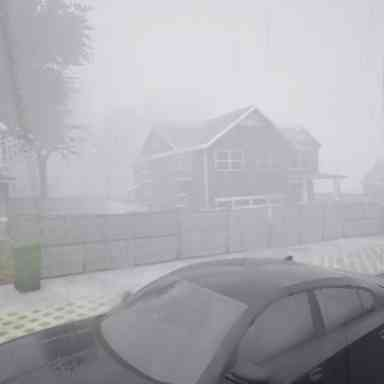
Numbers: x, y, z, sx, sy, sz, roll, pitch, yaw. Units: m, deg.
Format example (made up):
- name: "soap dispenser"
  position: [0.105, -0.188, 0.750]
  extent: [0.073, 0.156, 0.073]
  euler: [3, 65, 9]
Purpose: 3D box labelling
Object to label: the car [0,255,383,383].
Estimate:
- name: "car"
  position: [0.388, 1.467, 3.215]
  extent: [5.008, 1.535, 1.882]
  euler: [0, 0, -34]
